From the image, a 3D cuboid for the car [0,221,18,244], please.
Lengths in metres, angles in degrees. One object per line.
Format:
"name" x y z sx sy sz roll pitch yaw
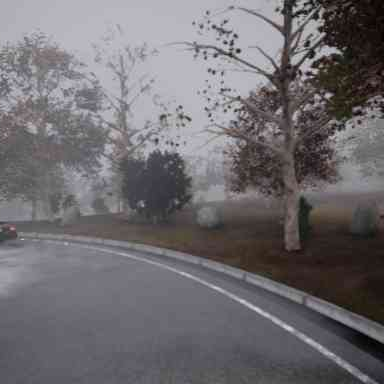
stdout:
"car" -10.148 1.638 14.435 5.357 1.411 2.033 -1 0 21
